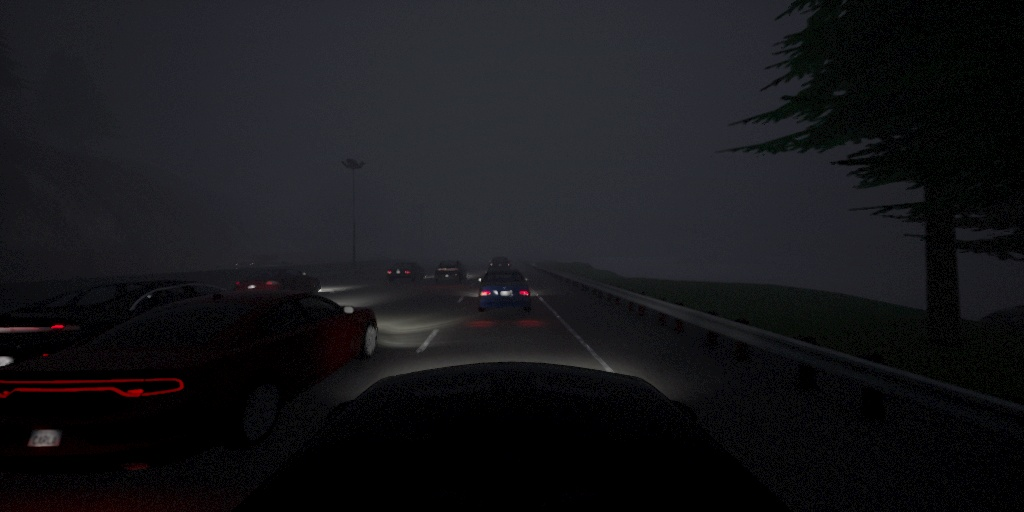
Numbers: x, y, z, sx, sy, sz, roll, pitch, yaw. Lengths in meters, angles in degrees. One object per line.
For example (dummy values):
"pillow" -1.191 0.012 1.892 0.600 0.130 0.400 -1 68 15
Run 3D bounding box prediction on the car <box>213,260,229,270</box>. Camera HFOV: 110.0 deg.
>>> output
"car" -33.171 1.173 42.567 1.994 1.385 4.181 0 1 -2

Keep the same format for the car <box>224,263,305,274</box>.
"car" -10.963 1.251 17.044 1.994 1.385 4.181 0 1 -2

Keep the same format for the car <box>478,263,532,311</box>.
"car" -0.313 1.191 13.735 2.033 1.411 5.357 0 1 -2

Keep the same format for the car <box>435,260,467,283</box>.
"car" -4.294 1.056 25.635 2.128 1.511 4.902 0 1 -2

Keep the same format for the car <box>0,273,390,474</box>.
"car" -3.608 1.221 5.224 1.882 1.535 5.008 0 1 -1

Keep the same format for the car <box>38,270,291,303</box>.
"car" -7.142 1.239 7.430 2.128 1.511 4.902 0 1 -1

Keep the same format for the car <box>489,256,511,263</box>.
"car" -1.163 0.812 34.776 2.097 1.767 4.553 0 1 -2

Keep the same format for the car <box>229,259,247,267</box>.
"car" -25.942 1.214 36.604 1.895 1.301 4.718 0 0 -2

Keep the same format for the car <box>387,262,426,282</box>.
"car" -7.847 1.124 26.945 2.033 1.411 5.357 0 1 -2

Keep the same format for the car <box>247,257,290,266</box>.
"car" -22.335 1.138 33.960 1.812 1.442 4.674 0 0 -2

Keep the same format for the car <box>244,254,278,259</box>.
"car" -29.662 0.810 42.152 2.150 2.045 5.566 0 1 -2
